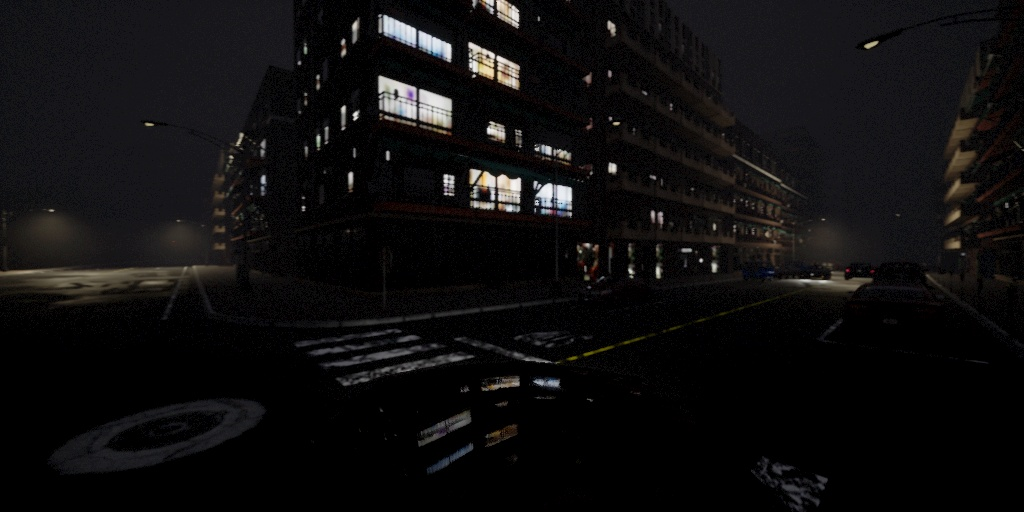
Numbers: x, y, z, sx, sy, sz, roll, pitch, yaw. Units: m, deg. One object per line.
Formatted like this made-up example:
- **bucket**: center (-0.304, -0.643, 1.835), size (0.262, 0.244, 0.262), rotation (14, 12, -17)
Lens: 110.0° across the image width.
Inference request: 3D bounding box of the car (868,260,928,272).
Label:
- **car**: center (22.619, 1.244, 20.871), size (5.009, 1.841, 2.192), rotation (0, 0, -42)

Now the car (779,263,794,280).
- **car**: center (25.420, 1.584, 34.686), size (4.207, 1.307, 1.802), rotation (0, 0, -42)

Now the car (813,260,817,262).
- **car**: center (37.973, 1.423, 46.137), size (5.009, 1.841, 2.192), rotation (0, 0, -42)

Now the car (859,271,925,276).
- **car**: center (14.232, 1.426, 13.259), size (4.313, 1.339, 1.948), rotation (0, 0, -42)

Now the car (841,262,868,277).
- **car**: center (32.920, 1.383, 33.743), size (4.553, 1.767, 2.097), rotation (0, 0, -42)

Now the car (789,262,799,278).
- **car**: center (29.612, 1.619, 38.494), size (4.207, 1.307, 1.802), rotation (0, 0, -42)

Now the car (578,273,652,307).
- **car**: center (4.683, 1.413, 15.866), size (4.207, 1.307, 1.802), rotation (0, 0, -42)

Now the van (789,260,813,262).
- **van**: center (33.799, 1.414, 42.311), size (3.998, 1.789, 1.690), rotation (0, 0, -42)

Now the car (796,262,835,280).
- **car**: center (29.485, 1.584, 34.786), size (4.181, 1.385, 1.994), rotation (0, 0, -42)

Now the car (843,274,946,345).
- **car**: center (10.291, 1.374, 9.683), size (4.507, 1.381, 1.888), rotation (0, 0, -42)

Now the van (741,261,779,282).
- **van**: center (21.226, 1.308, 30.880), size (3.998, 1.789, 1.690), rotation (0, 0, -42)
